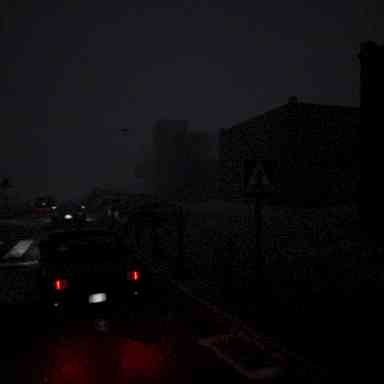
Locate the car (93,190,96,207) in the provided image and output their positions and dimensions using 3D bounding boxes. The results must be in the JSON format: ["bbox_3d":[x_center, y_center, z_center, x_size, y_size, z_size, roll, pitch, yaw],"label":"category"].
[{"bbox_3d":[-7.373,0.993,33.723,4.553,1.767,2.185,-1,1,-19],"label":"car"}]

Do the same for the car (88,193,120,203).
[{"bbox_3d":[-13.804,0.874,52.083,4.674,1.452,2.002,-1,1,-19],"label":"car"}]

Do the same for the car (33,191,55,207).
[{"bbox_3d":[-18.238,1.054,41.450,1.837,1.490,4.892,-1,2,-19],"label":"car"}]

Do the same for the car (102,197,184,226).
[{"bbox_3d":[-2.895,1.307,20.693,4.792,1.488,2.163,-1,1,-19],"label":"car"}]

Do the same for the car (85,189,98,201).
[{"bbox_3d":[-10.118,0.743,41.591,5.566,2.045,2.435,-1,1,-19],"label":"car"}]

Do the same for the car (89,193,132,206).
[{"bbox_3d":[-10.884,0.948,44.272,5.366,1.575,1.946,-1,1,-19],"label":"car"}]

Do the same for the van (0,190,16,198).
[{"bbox_3d":[-45.342,0.409,80.834,4.442,1.987,1.878,-1,1,-19],"label":"van"}]

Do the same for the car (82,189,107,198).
[{"bbox_3d":[-22.973,0.259,78.311,5.566,2.045,2.435,-1,1,-19],"label":"car"}]

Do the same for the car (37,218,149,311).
[{"bbox_3d":[-2.591,1.542,7.812,1.895,1.301,4.718,-1,1,-25],"label":"car"}]

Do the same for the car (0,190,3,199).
[{"bbox_3d":[-38.864,0.848,62.656,4.674,1.452,2.002,-1,1,-19],"label":"car"}]

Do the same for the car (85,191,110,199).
[{"bbox_3d":[-19.294,0.628,67.825,4.892,1.521,2.231,-1,1,-19],"label":"car"}]

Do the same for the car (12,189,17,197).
[{"bbox_3d":[-43.418,0.677,75.668,5.008,1.535,2.097,-1,1,-19],"label":"car"}]

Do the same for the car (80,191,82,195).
[{"bbox_3d":[-20.230,0.344,70.440,5.566,2.045,2.435,-1,1,-19],"label":"car"}]

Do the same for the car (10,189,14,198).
[{"bbox_3d":[-42.506,0.741,73.065,4.674,1.452,2.002,-1,1,-19],"label":"car"}]

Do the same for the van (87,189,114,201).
[{"bbox_3d":[-15.742,0.535,57.290,4.442,1.987,1.878,-1,1,-19],"label":"van"}]

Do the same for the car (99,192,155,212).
[{"bbox_3d":[-4.627,1.101,25.844,4.553,1.767,2.185,-1,1,-19],"label":"car"}]

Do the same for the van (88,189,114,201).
[{"bbox_3d":[-16.435,0.499,59.990,4.442,1.987,1.878,-1,1,-19],"label":"van"}]

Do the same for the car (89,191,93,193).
[{"bbox_3d":[-9.224,1.037,38.965,4.892,1.521,2.231,-1,1,-19],"label":"car"}]

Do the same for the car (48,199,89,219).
[{"bbox_3d":[-7.810,1.385,21.080,1.994,1.385,4.181,-1,1,-20],"label":"car"}]

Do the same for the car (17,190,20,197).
[{"bbox_3d":[-44.350,0.404,78.259,5.566,2.045,2.435,-1,1,-19],"label":"car"}]

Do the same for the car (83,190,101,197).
[{"bbox_3d":[-26.632,0.289,88.808,4.553,1.767,2.185,-1,1,-19],"label":"car"}]

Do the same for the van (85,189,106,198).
[{"bbox_3d":[-21.227,0.342,73.034,4.442,1.987,1.878,-1,1,-19],"label":"van"}]

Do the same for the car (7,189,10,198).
[{"bbox_3d":[-40.679,0.754,67.862,4.892,1.521,2.231,-1,1,-19],"label":"car"}]

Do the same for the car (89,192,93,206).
[{"bbox_3d":[-8.362,1.075,36.454,5.008,1.535,2.097,-1,1,-19],"label":"car"}]

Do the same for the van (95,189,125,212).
[{"bbox_3d":[-5.724,0.970,28.540,4.442,1.987,1.878,-1,1,-19],"label":"van"}]

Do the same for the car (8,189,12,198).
[{"bbox_3d":[-41.622,0.757,70.455,4.792,1.488,2.163,-1,1,-19],"label":"car"}]

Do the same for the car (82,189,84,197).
[{"bbox_3d":[-14.691,0.545,54.712,5.566,2.045,2.435,-1,1,-19],"label":"car"}]

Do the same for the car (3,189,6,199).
[{"bbox_3d":[-39.952,0.779,65.197,5.366,1.575,1.946,-1,1,-19],"label":"car"}]

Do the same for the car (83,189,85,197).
[{"bbox_3d":[-12.042,0.660,46.940,5.566,2.045,2.435,-1,1,-19],"label":"car"}]
